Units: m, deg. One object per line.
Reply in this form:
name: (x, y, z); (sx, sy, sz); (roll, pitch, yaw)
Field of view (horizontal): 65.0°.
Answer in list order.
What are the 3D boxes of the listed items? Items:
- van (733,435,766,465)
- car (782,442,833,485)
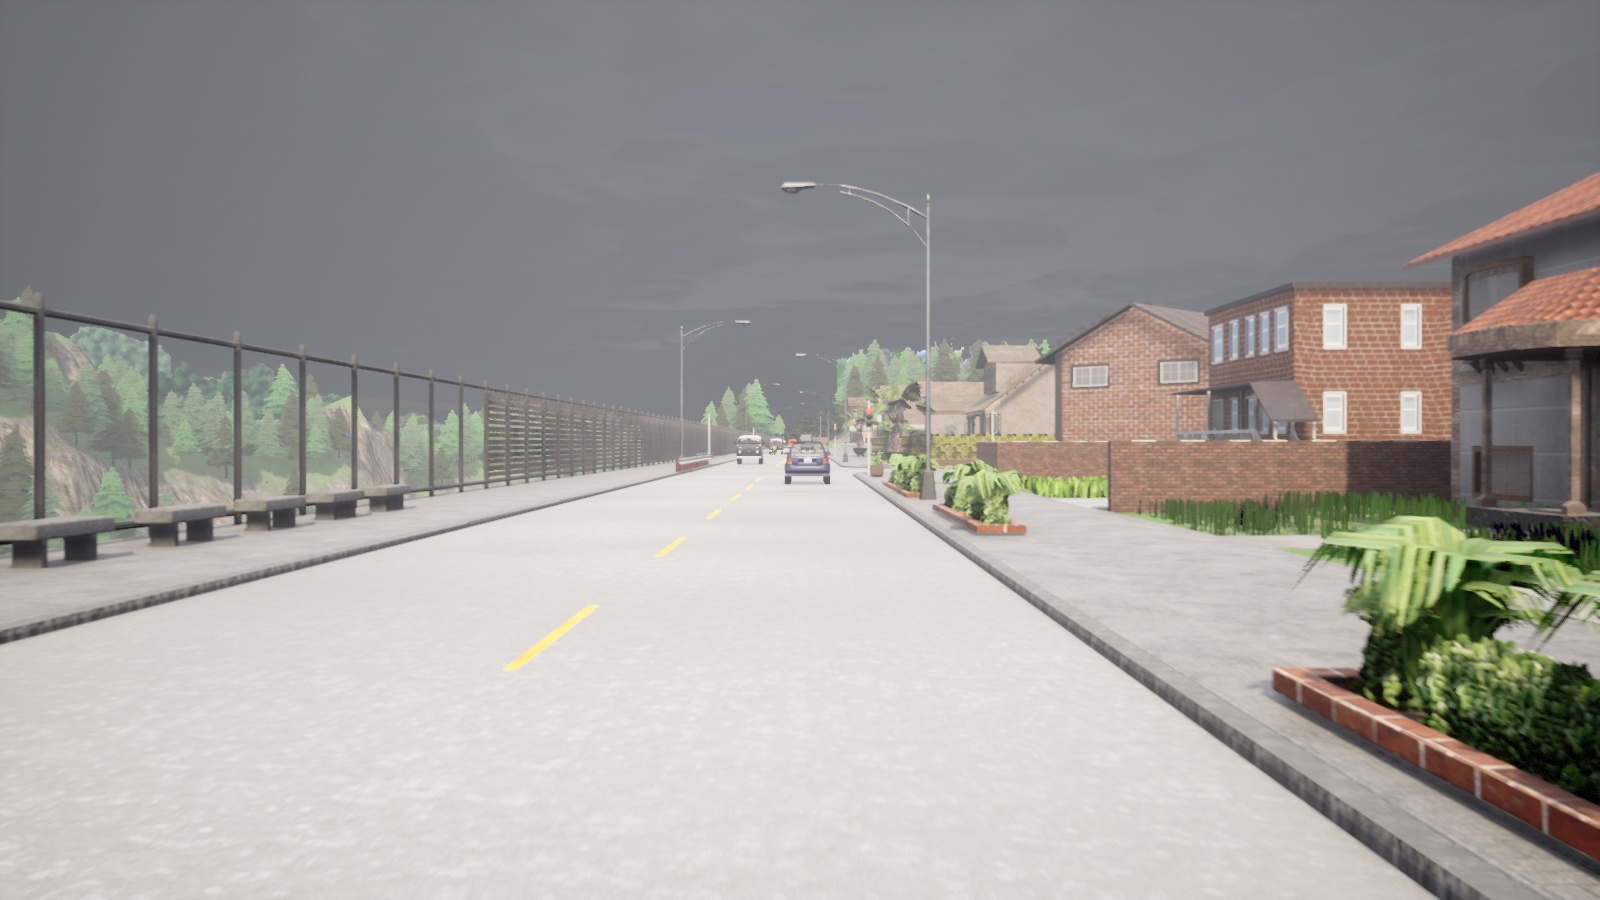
van: (-3.499, -0.028, 87.909); (2.069, 2.038, 4.480); (0, 0, 0)
car: (0.270, 0.465, 46.197); (1.789, 1.549, 3.705); (0, 0, 0)
